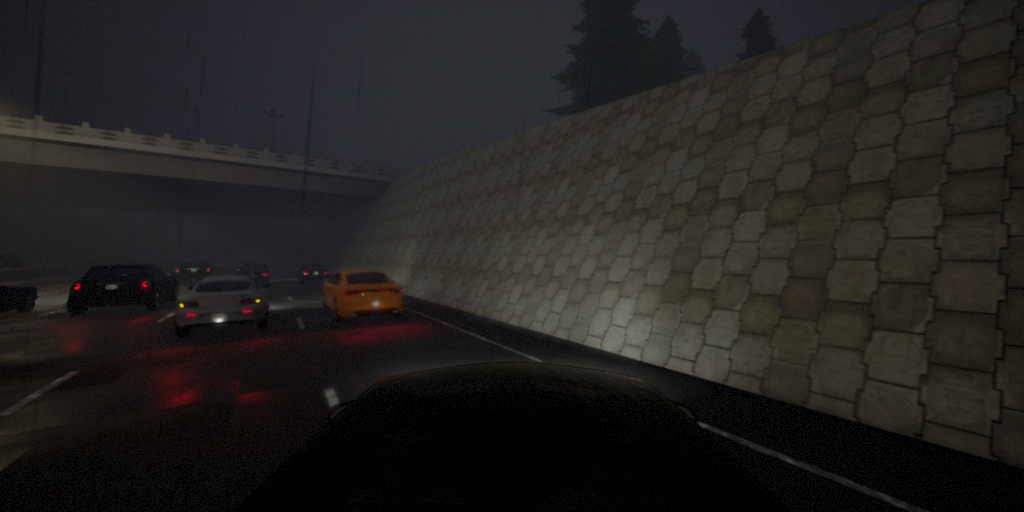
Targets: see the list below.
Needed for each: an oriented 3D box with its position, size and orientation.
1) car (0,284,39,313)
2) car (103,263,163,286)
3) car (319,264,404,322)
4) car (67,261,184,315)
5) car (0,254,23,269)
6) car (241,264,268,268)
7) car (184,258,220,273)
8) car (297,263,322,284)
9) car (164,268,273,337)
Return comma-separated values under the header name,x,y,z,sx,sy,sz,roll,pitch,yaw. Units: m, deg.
name,x,y,z,sx,sy,sz,roll,pitch,yaw
car,-16.783,1.316,10.761,1.895,1.301,4.718,0,0,-34
car,-26.392,1.232,25.137,1.994,1.385,4.181,0,0,-34
car,-5.240,1.194,12.334,1.882,1.535,5.008,0,1,-33
car,-14.590,1.059,13.780,2.097,1.767,4.553,0,0,-34
car,-41.207,0.872,28.078,2.150,2.045,5.566,0,0,-34
car,-17.522,1.222,24.426,2.033,1.411,5.357,0,0,-33
car,-22.985,1.018,26.331,2.097,1.767,4.553,0,0,-34
car,-14.613,1.218,26.372,2.033,1.411,5.357,0,0,-33
car,-8.118,1.246,10.347,1.812,1.442,4.674,0,0,-33
